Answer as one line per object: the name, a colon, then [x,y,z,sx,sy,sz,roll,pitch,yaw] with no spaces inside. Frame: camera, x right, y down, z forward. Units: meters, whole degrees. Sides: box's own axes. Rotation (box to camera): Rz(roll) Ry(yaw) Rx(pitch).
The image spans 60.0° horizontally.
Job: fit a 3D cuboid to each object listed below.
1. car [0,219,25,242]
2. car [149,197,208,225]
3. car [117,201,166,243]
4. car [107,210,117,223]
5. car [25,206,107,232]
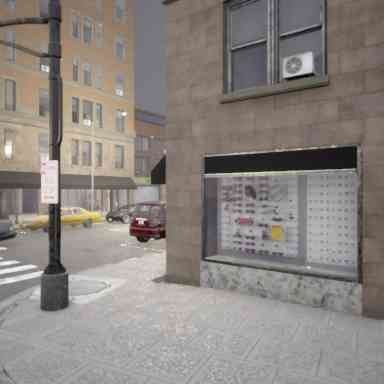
car: [-9.306,1.550,12.131,2.033,1.411,5.357,0,0,27]
car: [-0.885,1.325,25.109,2.097,1.767,4.553,0,0,35]
car: [-0.676,1.304,15.314,2.192,1.841,5.009,0,0,35]
car: [-4.425,1.545,24.850,1.947,1.339,4.313,0,0,35]
car: [-7.754,1.517,20.070,1.752,1.417,4.829,0,0,35]
